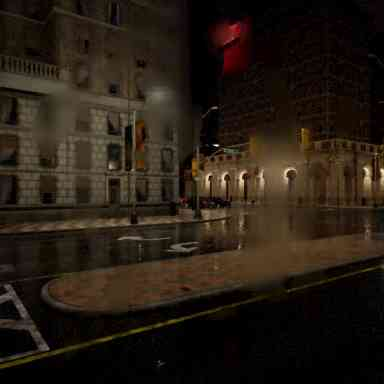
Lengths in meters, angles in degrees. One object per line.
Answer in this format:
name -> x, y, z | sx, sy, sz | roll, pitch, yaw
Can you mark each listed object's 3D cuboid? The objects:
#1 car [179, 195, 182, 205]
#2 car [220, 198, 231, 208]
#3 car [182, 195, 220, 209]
car -> -2.273, 1.350, 55.881 | 2.097, 1.767, 4.553 | 0, 0, -35
car -> 3.475, 1.475, 47.786 | 1.882, 1.535, 5.008 | 0, 0, -36
car -> 1.180, 1.350, 44.981 | 2.097, 1.767, 4.553 | 0, 0, -35
